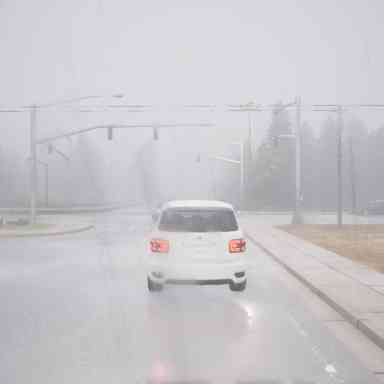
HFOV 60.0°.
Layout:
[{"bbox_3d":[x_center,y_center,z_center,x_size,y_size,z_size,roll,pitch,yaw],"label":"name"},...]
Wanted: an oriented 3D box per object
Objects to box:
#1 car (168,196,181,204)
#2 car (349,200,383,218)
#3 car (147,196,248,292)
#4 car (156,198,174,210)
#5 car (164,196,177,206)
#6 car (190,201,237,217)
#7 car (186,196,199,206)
[{"bbox_3d":[-3.435,1.492,65.397,2.128,1.511,4.902,0,0,1],"label":"car"},{"bbox_3d":[16.999,1.526,30.460,4.892,1.490,1.837,-2,0,1],"label":"car"},{"bbox_3d":[0.066,1.218,9.092,2.150,2.045,5.566,0,0,-2],"label":"car"},{"bbox_3d":[-3.594,1.547,44.945,2.033,1.411,5.357,0,0,0],"label":"car"},{"bbox_3d":[-3.567,1.505,55.132,1.837,1.490,4.892,0,0,0],"label":"car"},{"bbox_3d":[1.976,1.580,30.735,4.181,1.385,1.994,0,0,1],"label":"car"},{"bbox_3d":[0.107,1.491,57.390,2.128,1.511,4.902,0,0,0],"label":"car"}]
